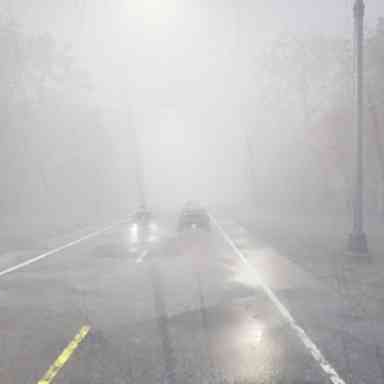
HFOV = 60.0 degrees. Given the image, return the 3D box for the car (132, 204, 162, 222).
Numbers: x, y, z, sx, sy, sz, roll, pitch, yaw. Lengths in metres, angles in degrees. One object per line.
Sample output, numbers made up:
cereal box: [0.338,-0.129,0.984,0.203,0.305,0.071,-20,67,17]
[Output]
car: [-3.577,1.630,26.791,1.895,1.301,4.718,0,0,0]

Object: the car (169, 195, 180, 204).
car: [-3.453,1.391,67.271,2.097,1.767,4.553,0,0,0]

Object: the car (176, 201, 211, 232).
car: [0.115,1.549,20.197,1.837,1.490,4.892,0,0,0]

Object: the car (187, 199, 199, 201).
car: [0.132,1.538,40.489,1.882,1.535,5.008,0,0,0]
